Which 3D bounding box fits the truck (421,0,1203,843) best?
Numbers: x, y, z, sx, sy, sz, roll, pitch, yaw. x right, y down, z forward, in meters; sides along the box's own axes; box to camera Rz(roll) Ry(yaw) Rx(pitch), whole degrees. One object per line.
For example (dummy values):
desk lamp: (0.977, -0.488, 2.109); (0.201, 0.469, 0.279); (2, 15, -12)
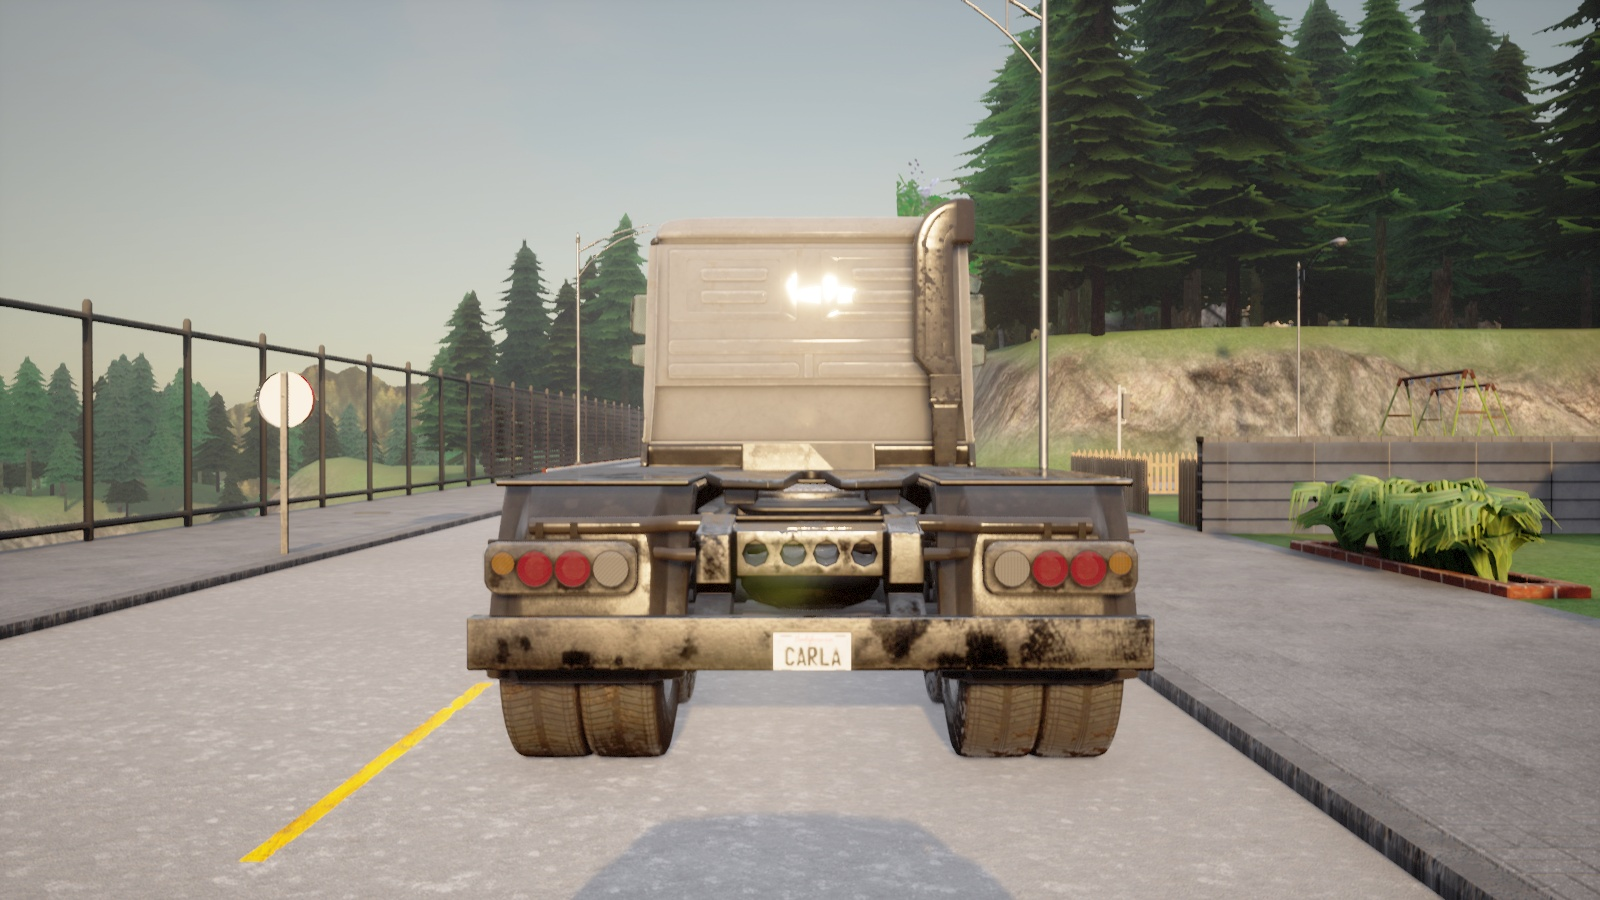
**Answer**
truck: (0.062, -0.309, 8.619); (2.891, 3.462, 7.936); (0, 0, 0)
